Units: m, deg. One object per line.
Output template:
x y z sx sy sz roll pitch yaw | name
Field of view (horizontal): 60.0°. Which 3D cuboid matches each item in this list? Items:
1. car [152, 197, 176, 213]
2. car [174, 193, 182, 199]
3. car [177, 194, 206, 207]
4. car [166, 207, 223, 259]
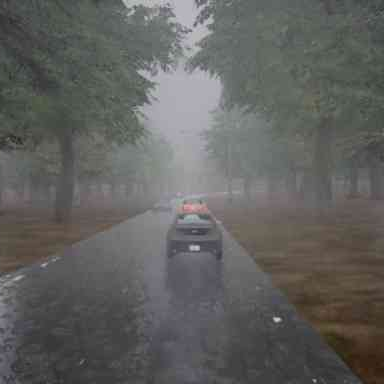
-3.104 1.486 35.605 1.994 1.385 4.181 0 0 0 | car
-3.020 0.932 76.989 1.882 1.535 5.008 0 1 0 | car
0.084 1.294 27.777 2.097 1.767 4.553 0 0 0 | car
0.088 1.480 12.464 1.837 1.490 4.892 0 -1 0 | car
